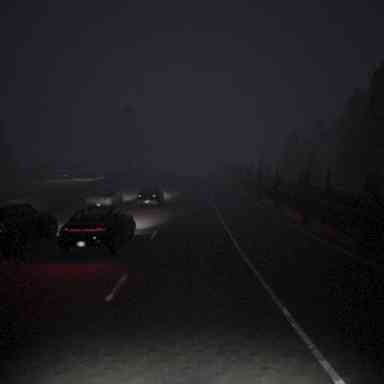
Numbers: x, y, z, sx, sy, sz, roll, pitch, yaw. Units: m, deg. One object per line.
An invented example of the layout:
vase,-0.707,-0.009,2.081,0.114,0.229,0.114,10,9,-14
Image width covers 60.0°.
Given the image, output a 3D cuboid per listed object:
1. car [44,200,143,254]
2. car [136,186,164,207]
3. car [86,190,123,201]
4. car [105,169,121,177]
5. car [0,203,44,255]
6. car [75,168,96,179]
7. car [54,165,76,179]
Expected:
car,-3.446,1.316,12.815,2.128,1.511,4.902,0,2,1
car,-3.382,0.280,27.417,2.128,1.511,4.902,0,6,1
car,-6.892,0.458,26.749,1.895,1.301,4.718,0,6,1
car,-13.806,-3.366,58.283,1.994,1.385,4.181,0,7,1
car,-6.946,1.178,12.745,2.097,1.767,4.553,0,2,1
car,-17.331,-3.042,55.346,1.812,1.442,4.674,0,7,1
car,-20.820,-3.309,55.035,2.150,2.045,5.566,0,7,1
